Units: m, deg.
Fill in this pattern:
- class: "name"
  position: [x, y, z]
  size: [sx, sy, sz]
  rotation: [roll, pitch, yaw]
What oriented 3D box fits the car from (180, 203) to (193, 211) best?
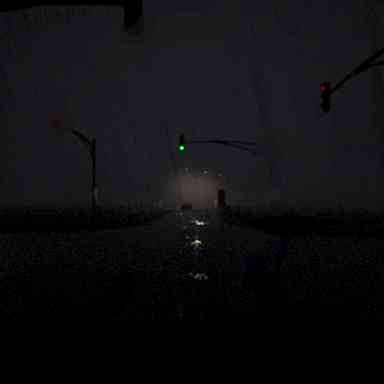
- class: "car"
  position: [-0.842, 2.389, 54.004]
  size: [1.895, 1.301, 4.718]
  rotation: [0, -1, 2]
